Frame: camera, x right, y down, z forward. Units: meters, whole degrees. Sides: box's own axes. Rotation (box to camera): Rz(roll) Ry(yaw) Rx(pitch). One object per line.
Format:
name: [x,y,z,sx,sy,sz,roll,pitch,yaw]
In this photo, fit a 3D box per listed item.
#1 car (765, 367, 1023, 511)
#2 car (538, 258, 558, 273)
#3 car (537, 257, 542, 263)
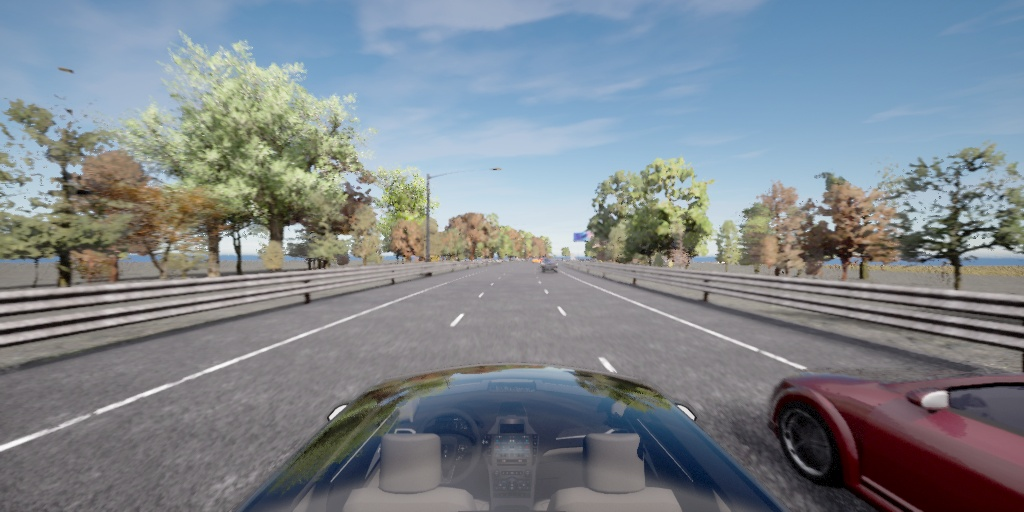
car: [3.614,1.326,1.974,1.994,1.385,4.181,0,0,0]
car: [4.647,1.328,44.706,2.128,1.511,4.902,0,0,3]
car: [5.316,1.354,55.563,2.128,1.511,4.902,0,0,4]
